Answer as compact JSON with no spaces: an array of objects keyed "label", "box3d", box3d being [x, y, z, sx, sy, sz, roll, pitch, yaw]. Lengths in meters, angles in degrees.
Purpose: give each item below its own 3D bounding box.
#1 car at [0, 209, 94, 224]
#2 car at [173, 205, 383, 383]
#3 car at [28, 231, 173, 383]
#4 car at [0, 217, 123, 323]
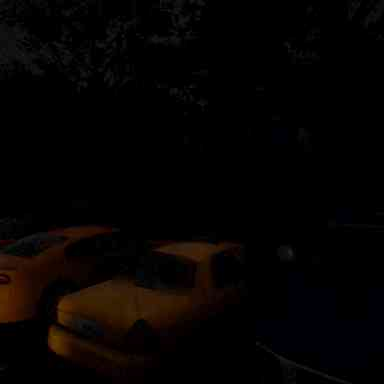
[{"label":"car","box3d":[-4.381,1.345,8.926,2.185,1.767,4.553,0,0,36]},{"label":"car","box3d":[2.486,1.229,3.953,2.435,2.045,5.566,0,0,36]},{"label":"car","box3d":[0.343,1.476,5.745,1.946,1.575,5.366,0,0,36]},{"label":"car","box3d":[-2.135,1.477,7.279,2.097,1.535,5.008,0,0,36]}]
